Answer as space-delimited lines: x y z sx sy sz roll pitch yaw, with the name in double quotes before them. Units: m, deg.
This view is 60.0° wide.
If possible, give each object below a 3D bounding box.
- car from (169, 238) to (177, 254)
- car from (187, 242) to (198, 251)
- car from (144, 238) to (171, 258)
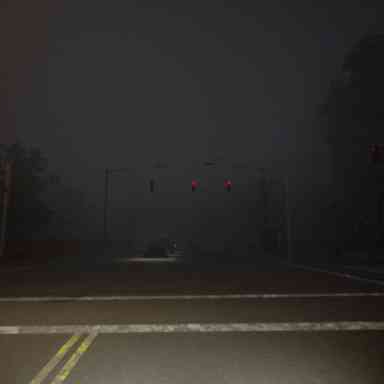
"car" -3.486 6.990 43.570 2.150 2.045 5.566 0 -9 0
"car" 0.125 9.550 58.774 2.128 1.511 4.902 0 -9 0
"car" -3.520 5.654 33.029 1.882 1.535 5.008 0 -9 0
